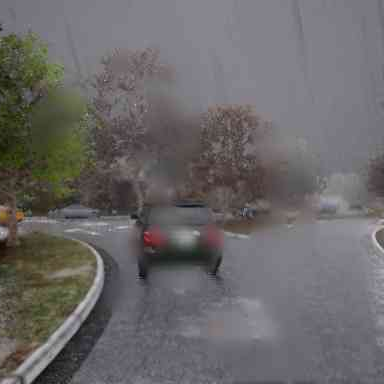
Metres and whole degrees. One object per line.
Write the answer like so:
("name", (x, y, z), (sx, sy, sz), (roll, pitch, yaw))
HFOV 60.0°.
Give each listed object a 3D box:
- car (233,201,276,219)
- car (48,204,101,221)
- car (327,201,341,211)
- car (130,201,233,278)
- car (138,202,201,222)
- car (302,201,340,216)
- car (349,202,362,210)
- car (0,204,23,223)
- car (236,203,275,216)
("car", (6.138, 1.671, 33.012), (4.553, 1.767, 2.097), (1, -1, -34))
("car", (-9.822, 1.695, 28.003), (4.181, 1.385, 1.994), (0, 0, -15))
("car", (23.952, 2.304, 56.076), (1.812, 1.442, 4.674), (0, 0, 26))
("car", (-0.717, 1.277, 10.631), (2.150, 2.045, 5.566), (0, 0, -12))
("car", (-1.876, 1.656, 28.229), (5.008, 1.535, 1.882), (1, -1, -28))
("car", (15.245, 2.091, 39.510), (5.357, 1.411, 2.033), (1, -1, -41))
("car", (27.579, 2.387, 56.074), (1.895, 1.301, 4.718), (0, 0, 25))
("car", (-14.603, 1.576, 23.838), (5.008, 1.535, 1.882), (0, -1, 15))
("car", (7.190, 1.961, 37.587), (4.181, 1.385, 1.994), (2, -1, -35))
